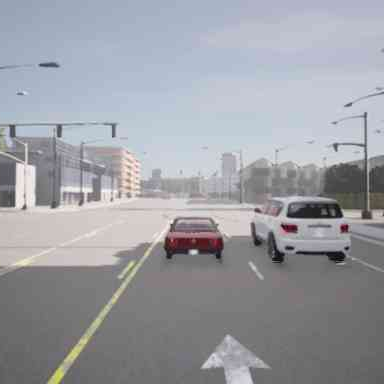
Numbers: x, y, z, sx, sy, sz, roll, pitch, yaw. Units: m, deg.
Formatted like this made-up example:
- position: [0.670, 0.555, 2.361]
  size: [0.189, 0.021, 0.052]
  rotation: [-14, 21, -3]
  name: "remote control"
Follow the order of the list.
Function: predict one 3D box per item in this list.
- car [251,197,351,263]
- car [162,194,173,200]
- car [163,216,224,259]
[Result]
- position: [3.575, 1.166, 11.927]
  size: [2.150, 2.045, 5.566]
  rotation: [0, 0, 1]
  name: "car"
- position: [-6.686, 1.330, 86.139]
  size: [2.128, 1.511, 4.902]
  rotation: [0, 1, 0]
  name: "car"
- position: [0.080, 1.543, 12.374]
  size: [1.895, 1.301, 4.718]
  rotation: [0, 0, 1]
  name: "car"
